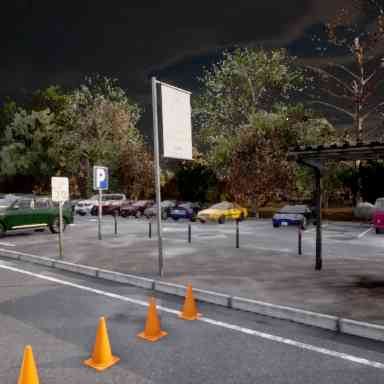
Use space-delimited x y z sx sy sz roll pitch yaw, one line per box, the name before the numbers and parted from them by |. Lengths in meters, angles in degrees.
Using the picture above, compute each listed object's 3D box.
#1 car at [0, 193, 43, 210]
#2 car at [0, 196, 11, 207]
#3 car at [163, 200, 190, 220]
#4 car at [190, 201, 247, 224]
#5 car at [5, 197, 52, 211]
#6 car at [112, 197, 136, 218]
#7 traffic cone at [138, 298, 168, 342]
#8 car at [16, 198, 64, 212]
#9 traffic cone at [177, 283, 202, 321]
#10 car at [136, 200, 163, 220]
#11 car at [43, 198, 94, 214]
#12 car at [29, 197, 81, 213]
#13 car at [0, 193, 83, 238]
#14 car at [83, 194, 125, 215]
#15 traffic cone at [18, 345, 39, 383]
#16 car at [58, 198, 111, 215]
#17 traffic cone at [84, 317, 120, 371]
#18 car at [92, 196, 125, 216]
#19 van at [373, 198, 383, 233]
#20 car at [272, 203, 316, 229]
car | -22.532 1.153 42.859 2.435 2.045 5.566 0 0 35
car | -29.223 1.332 47.824 1.946 1.575 5.366 1 0 35
car | 0.211 1.504 26.941 2.163 1.488 4.792 0 0 35
car | 2.358 1.475 25.169 1.946 1.575 5.366 0 0 35
car | -20.231 1.451 41.311 2.163 1.488 4.792 0 0 35
car | -4.344 1.469 30.114 2.097 1.535 5.008 0 0 35
traffic cone | -0.617 1.957 5.220 0.340 0.580 0.340 0 0 35
car | -17.987 1.468 39.663 2.163 1.488 4.792 0 0 35
traffic cone | -0.042 1.957 6.036 0.340 0.580 0.340 0 0 36
car | -2.072 1.473 28.518 2.231 1.521 4.892 0 0 35
car | -13.434 1.454 36.491 2.097 1.535 5.008 0 0 35
car | -15.596 1.444 38.243 1.946 1.575 5.366 0 0 35
car | -8.903 1.220 17.289 2.435 2.045 5.566 0 0 35
car | -8.905 1.211 33.278 2.435 2.045 5.566 0 0 35
traffic cone | -1.767 1.957 3.587 0.340 0.580 0.340 0 0 35
car | -11.162 1.461 34.893 2.231 1.521 4.892 0 0 35
traffic cone | -1.192 1.957 4.404 0.340 0.580 0.340 0 0 35
car | -6.615 1.466 31.710 2.097 1.535 5.008 0 0 35
van | 11.615 1.264 19.031 1.878 1.987 4.442 0 0 35
car | 6.990 1.513 22.104 2.163 1.488 4.792 0 0 35
